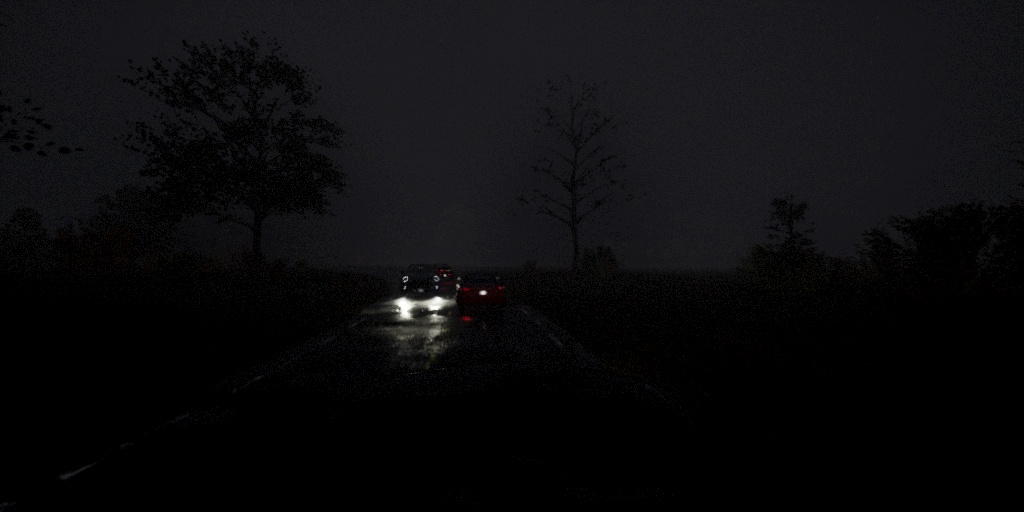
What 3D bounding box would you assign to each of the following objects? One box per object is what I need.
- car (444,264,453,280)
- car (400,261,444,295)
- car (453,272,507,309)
[{"bbox_3d":[-6.636,1.407,32.637,1.837,1.490,4.892,1,0,-23],"label":"car"},{"bbox_3d":[-5.262,1.205,20.666,2.097,1.767,4.553,0,0,-15],"label":"car"},{"bbox_3d":[-1.432,1.387,15.662,1.994,1.385,4.181,0,0,-10],"label":"car"}]
